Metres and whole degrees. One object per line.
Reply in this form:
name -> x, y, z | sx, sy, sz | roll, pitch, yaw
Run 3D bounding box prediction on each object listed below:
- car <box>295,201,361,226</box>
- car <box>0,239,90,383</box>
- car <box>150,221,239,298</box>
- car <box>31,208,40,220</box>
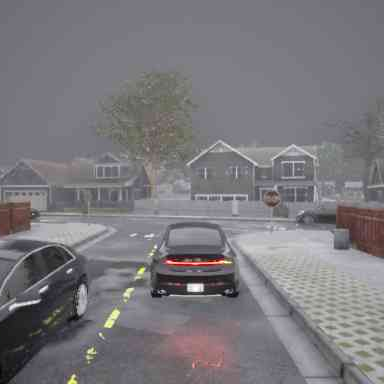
car -> 9.425, 1.419, 22.695 | 4.553, 1.767, 2.097 | 0, 0, 17
car -> -2.845, 1.505, 4.496 | 1.837, 1.490, 4.892 | 0, 0, 0
car -> 0.045, 1.506, 8.517 | 1.837, 1.490, 4.892 | 0, 0, 0
car -> -14.033, 1.497, 25.789 | 4.181, 1.385, 1.994 | 0, 0, 13
